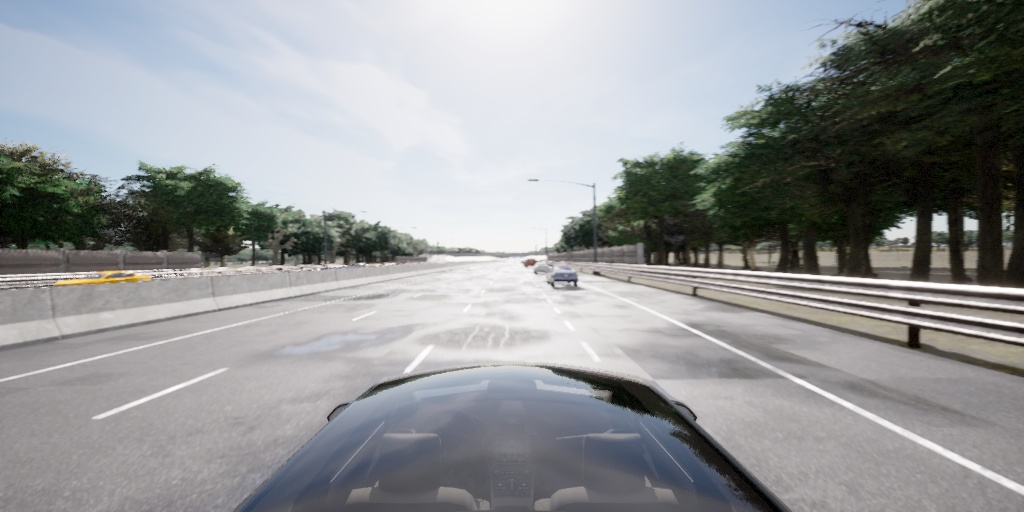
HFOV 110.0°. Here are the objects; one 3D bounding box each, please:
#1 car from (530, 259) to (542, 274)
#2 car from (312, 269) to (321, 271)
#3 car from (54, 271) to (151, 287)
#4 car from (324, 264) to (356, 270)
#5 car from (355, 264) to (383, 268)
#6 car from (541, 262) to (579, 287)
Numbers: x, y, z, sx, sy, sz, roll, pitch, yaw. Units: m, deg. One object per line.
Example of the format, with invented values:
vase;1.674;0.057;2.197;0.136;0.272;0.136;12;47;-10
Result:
car;3.682;1.516;45.569;1.812;1.442;4.674;-1;0;0
car;-24.338;2.028;47.376;1.895;1.301;4.718;-1;0;1
car;-28.055;1.805;24.789;1.882;1.535;5.008;-1;0;1
car;-20.865;1.904;44.824;2.033;1.411;5.357;-1;0;1
car;-17.370;1.784;45.199;1.882;1.535;5.008;-1;0;1
car;3.529;1.334;25.787;2.033;1.411;5.357;-1;0;0
